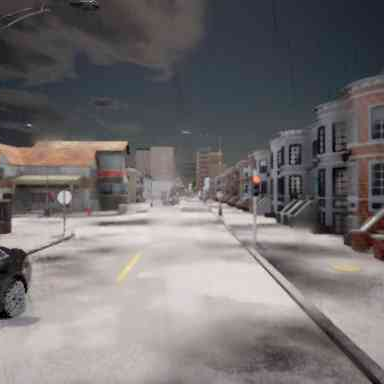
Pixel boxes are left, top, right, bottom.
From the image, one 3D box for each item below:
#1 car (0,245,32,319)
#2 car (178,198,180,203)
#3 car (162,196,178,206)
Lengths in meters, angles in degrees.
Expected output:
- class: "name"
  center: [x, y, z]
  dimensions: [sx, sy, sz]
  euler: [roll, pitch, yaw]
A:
- class: "car"
  center: [-4.074, 1.501, 4.584]
  dimensions: [2.128, 1.511, 4.902]
  euler: [0, 0, 0]
- class: "car"
  center: [-3.807, 1.714, 71.840]
  dimensions: [2.097, 1.767, 4.553]
  euler: [0, 0, 0]
- class: "car"
  center: [-3.901, 1.660, 55.894]
  dimensions: [2.033, 1.411, 5.357]
  euler: [0, 0, 1]
